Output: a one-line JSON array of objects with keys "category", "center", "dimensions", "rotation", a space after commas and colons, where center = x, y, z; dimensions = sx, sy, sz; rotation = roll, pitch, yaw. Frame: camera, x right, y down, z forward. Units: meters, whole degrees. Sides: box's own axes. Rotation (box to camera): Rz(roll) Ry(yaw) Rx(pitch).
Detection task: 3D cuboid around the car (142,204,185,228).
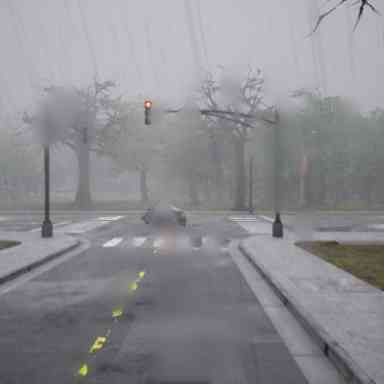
[{"category": "car", "center": [-1.890, 1.506, 21.885], "dimensions": [1.812, 1.442, 4.674], "rotation": [1, 0, -23]}]
